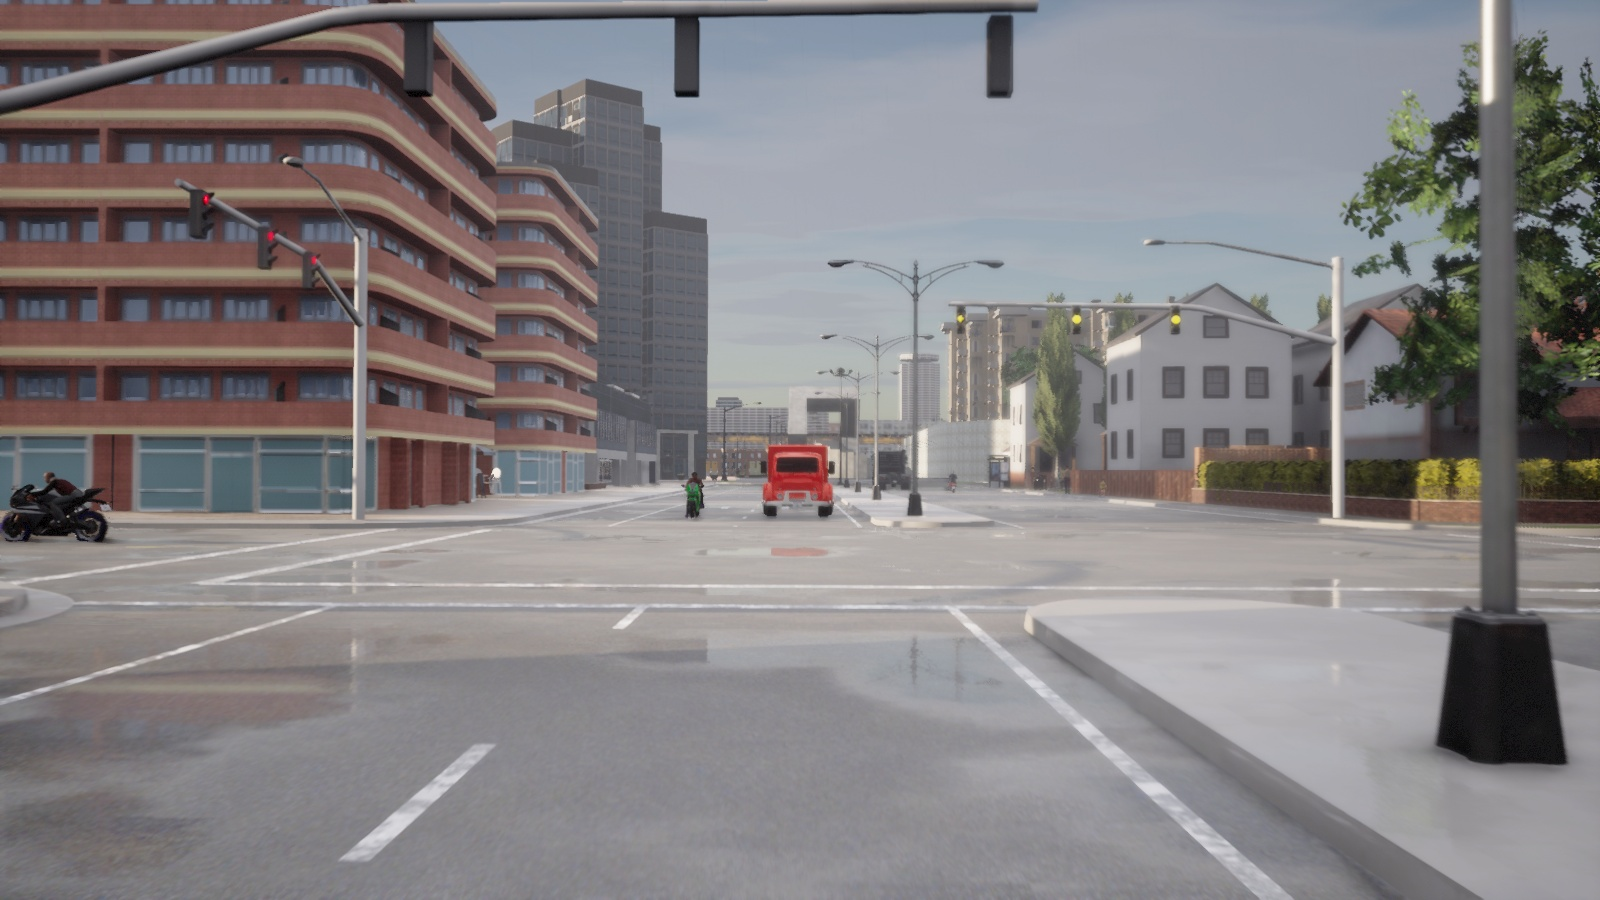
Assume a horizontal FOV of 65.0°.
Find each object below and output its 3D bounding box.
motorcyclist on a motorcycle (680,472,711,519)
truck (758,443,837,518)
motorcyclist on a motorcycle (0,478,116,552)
[{"bbox_3d":[-3.472,1.504,41.733,0.797,1.523,2.044,0,-1,2],"label":"motorcyclist on a motorcycle"},{"bbox_3d":[-0.069,1.065,44.275,2.627,2.467,5.204,0,-1,0],"label":"truck"},{"bbox_3d":[-15.757,1.353,26.470,2.191,1.530,0.866,0,-1,-1],"label":"motorcyclist on a motorcycle"}]
